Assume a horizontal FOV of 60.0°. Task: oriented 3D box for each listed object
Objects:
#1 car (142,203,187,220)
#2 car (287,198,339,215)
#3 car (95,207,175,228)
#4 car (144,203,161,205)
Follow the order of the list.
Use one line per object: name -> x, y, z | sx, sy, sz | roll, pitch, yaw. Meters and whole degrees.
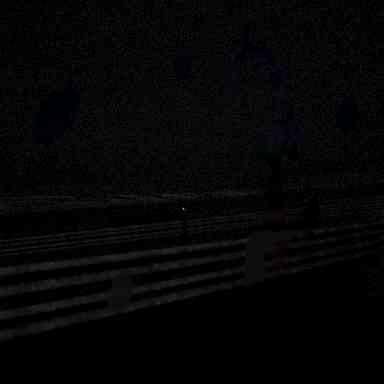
car -> -2.846, 2.051, 28.287 | 4.892, 1.490, 1.837 | -4, 2, -22
car -> 10.957, 1.268, 30.035 | 5.008, 1.535, 1.882 | -4, 2, -22
car -> -4.324, 2.265, 23.928 | 5.357, 1.411, 2.033 | -4, 2, -22
car -> -2.792, 1.804, 32.077 | 4.553, 1.767, 2.097 | -4, 2, -22
